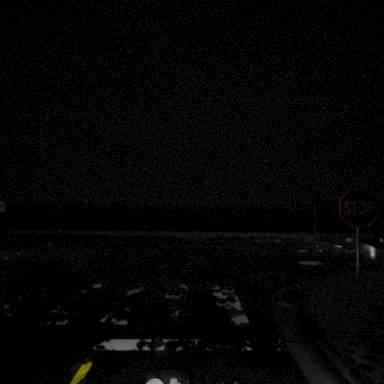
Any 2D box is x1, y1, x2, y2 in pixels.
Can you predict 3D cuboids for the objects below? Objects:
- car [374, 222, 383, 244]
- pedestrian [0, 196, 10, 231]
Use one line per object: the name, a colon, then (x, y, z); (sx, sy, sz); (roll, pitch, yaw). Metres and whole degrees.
car: (10.360, 1.515, 14.243); (4.553, 1.767, 2.097); (1, 0, 0)
pedestrian: (-9.673, 1.076, 17.059); (0.375, 1.860, 0.375); (0, -1, 0)
